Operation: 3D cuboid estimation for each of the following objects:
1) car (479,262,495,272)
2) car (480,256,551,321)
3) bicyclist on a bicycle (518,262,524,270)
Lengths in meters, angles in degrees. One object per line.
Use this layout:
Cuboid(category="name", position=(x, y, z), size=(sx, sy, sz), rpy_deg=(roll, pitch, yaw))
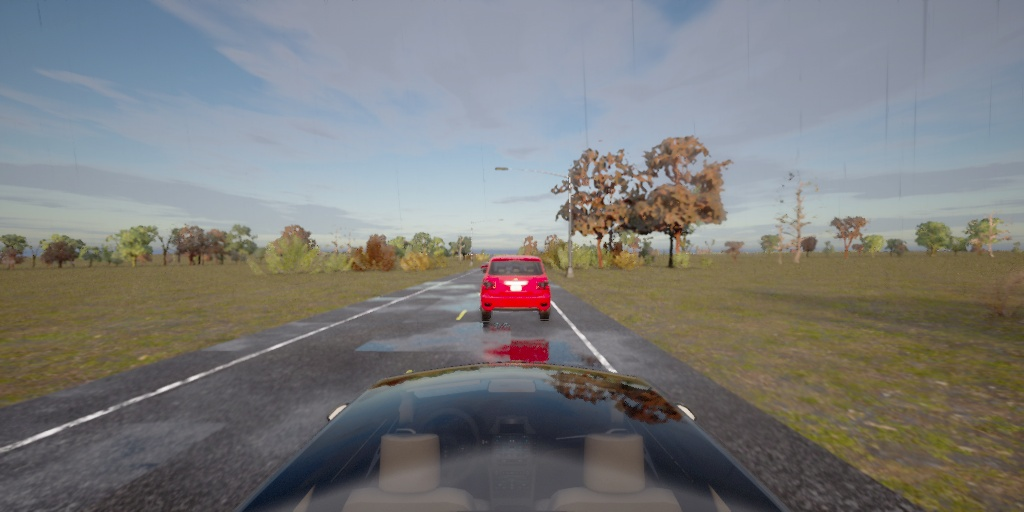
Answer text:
Cuboid(category="car", position=(-3.590, 1.546, 52.056), size=(1.895, 1.301, 4.718), rpy_deg=(0, 0, 0))
Cuboid(category="car", position=(0.102, 1.014, 12.867), size=(2.150, 2.045, 5.566), rpy_deg=(0, 0, 0))
Cuboid(category="bicyclist on a bicycle", position=(0.982, 1.258, 37.339), size=(0.659, 1.776, 1.843), rpy_deg=(0, 0, 0))
